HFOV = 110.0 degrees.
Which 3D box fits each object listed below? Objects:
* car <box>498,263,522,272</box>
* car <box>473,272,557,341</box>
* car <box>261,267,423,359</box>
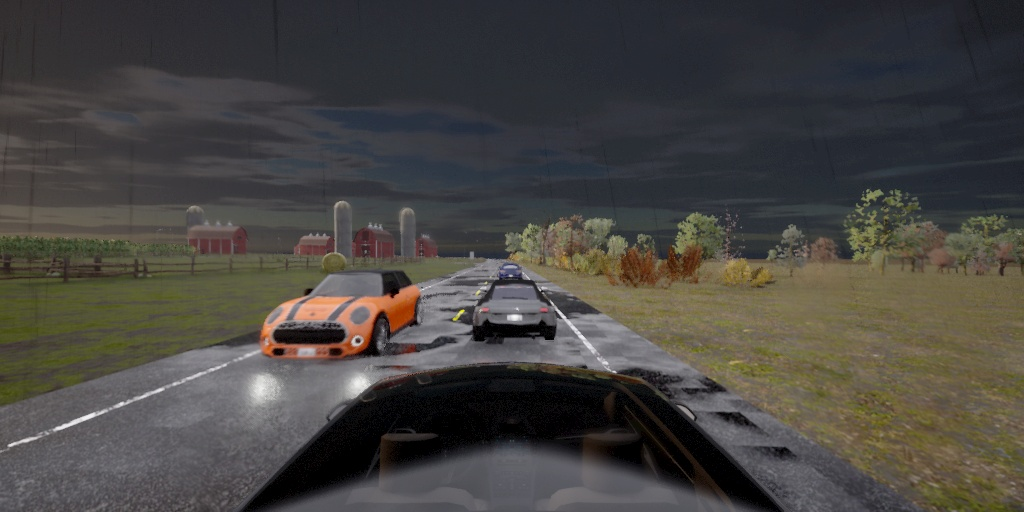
[{"bbox_3d":[-0.128,1.307,29.227,1.812,1.442,4.674,0,0,-1],"label":"car"},{"bbox_3d":[0.054,1.322,9.878,1.994,1.385,4.181,0,0,0],"label":"car"},{"bbox_3d":[-3.637,1.109,8.573,2.097,1.767,4.553,0,0,0],"label":"car"}]
